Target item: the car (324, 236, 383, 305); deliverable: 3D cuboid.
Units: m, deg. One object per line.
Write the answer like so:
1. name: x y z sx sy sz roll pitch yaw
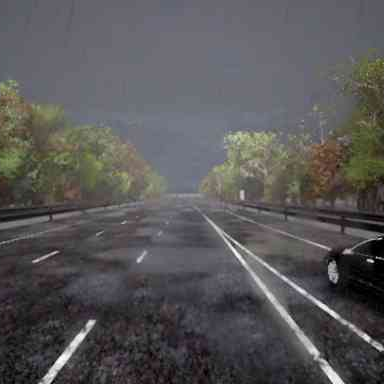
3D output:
1. car: 4.419 1.583 6.636 1.837 1.490 4.892 0 -1 -4
